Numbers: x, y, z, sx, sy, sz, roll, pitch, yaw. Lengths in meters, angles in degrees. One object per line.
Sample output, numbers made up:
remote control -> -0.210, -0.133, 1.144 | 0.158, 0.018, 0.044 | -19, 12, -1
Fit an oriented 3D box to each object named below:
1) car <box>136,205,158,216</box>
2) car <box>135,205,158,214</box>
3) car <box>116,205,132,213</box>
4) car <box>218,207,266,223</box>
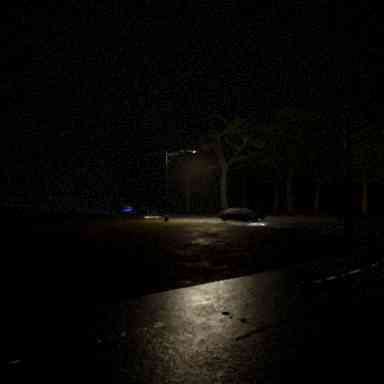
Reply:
car -> -6.961, 2.894, 50.742 | 1.837, 1.490, 4.892 | 0, -2, -33
car -> -8.227, 3.134, 59.212 | 2.128, 1.511, 4.902 | 0, -2, -33
car -> -13.931, 3.309, 67.940 | 1.882, 1.535, 5.008 | 0, -2, -33
car -> 4.759, 2.230, 32.776 | 2.033, 1.411, 5.357 | 0, -2, -33
